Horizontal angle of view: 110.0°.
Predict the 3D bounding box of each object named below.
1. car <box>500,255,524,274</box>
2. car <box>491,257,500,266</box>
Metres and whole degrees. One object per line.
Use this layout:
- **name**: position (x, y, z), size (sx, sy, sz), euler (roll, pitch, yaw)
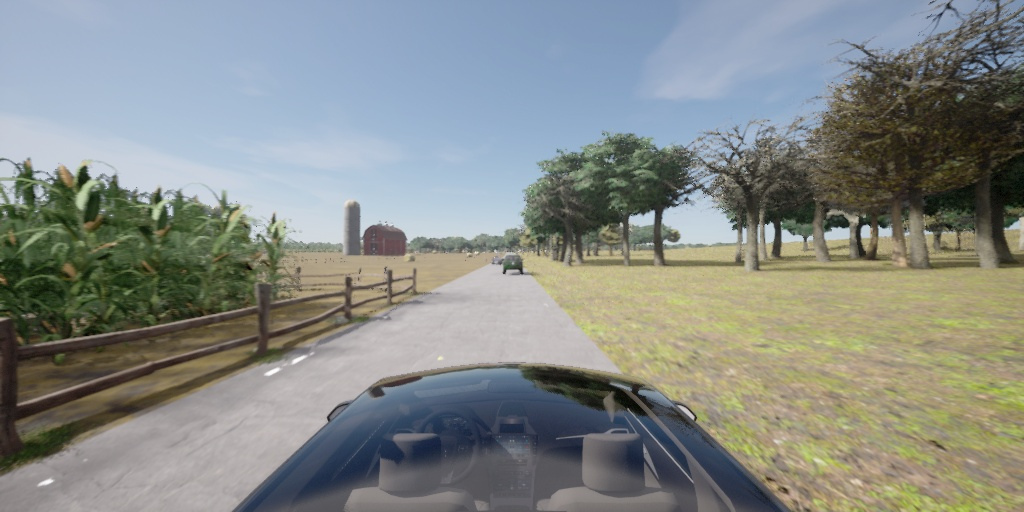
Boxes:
- **car**: position (0.116, 0.865, 39.661), size (2.150, 2.045, 5.566), euler (0, 0, 0)
- **car**: position (-2.751, 0.961, 64.747), size (2.128, 1.511, 4.902), euler (0, 0, 1)
